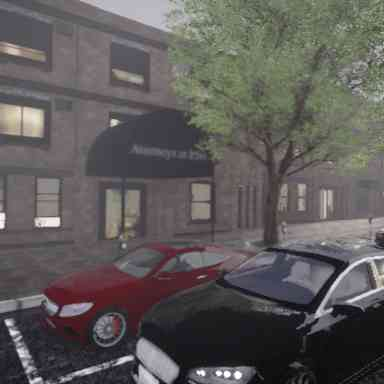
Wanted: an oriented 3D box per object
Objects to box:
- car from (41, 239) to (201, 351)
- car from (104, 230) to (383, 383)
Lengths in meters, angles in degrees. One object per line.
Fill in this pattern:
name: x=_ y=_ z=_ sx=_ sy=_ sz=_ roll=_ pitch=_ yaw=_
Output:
car: x=-0.487 y=1.582 z=6.156 sx=4.206 sy=1.307 sz=1.802 roll=0 pitch=1 yaw=-35
car: x=1.604 y=1.493 z=4.484 sx=4.902 sy=1.511 sz=2.128 roll=0 pitch=0 yaw=-35
